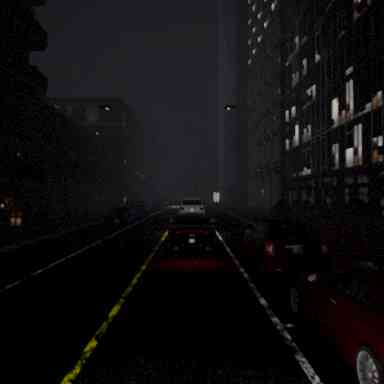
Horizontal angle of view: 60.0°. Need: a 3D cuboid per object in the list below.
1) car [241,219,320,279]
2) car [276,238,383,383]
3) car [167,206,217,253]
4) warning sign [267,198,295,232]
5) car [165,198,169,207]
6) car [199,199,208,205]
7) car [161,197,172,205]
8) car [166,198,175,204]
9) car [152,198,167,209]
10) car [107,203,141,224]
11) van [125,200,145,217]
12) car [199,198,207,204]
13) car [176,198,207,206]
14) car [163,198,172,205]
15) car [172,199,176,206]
[{"bbox_3d":[2.689,1.541,10.380,1.967,1.590,4.097,0,-1,0],"label":"car"},{"bbox_3d":[2.689,1.628,4.731,1.802,1.307,4.206,0,-1,0],"label":"car"},{"bbox_3d":[0.006,1.618,14.474,1.882,1.535,5.008,0,0,0],"label":"car"},{"bbox_3d":[5.066,1.299,18.973,1.300,1.860,1.060,0,-1,0],"label":"warning sign"},{"bbox_3d":[-5.694,2.178,61.213,1.802,1.307,4.206,0,-1,0],"label":"car"},{"bbox_3d":[2.686,2.297,78.330,1.752,1.417,4.829,0,-1,0],"label":"car"},{"bbox_3d":[-5.695,1.969,66.864,2.192,1.841,5.009,0,-1,0],"label":"car"},{"bbox_3d":[-5.695,2.438,89.455,2.008,1.369,4.403,0,-1,0],"label":"car"},{"bbox_3d":[-5.694,2.121,55.565,1.802,1.307,4.206,0,-1,0],"label":"car"},{"bbox_3d":[-5.693,1.829,27.324,1.947,1.339,4.313,0,-1,0],"label":"car"},{"bbox_3d":[-5.692,1.659,32.975,1.690,1.788,3.998,0,-1,0],"label":"van"},{"bbox_3d":[2.686,2.269,83.808,1.967,1.590,4.097,0,-1,0],"label":"car"},{"bbox_3d":[-0.001,1.496,29.032,2.150,2.045,5.566,0,0,0],"label":"car"},{"bbox_3d":[-5.694,2.210,78.160,1.967,1.590,4.097,0,-1,0],"label":"car"},{"bbox_3d":[-3.004,2.295,71.741,1.895,1.301,4.718,0,-1,0],"label":"car"}]
